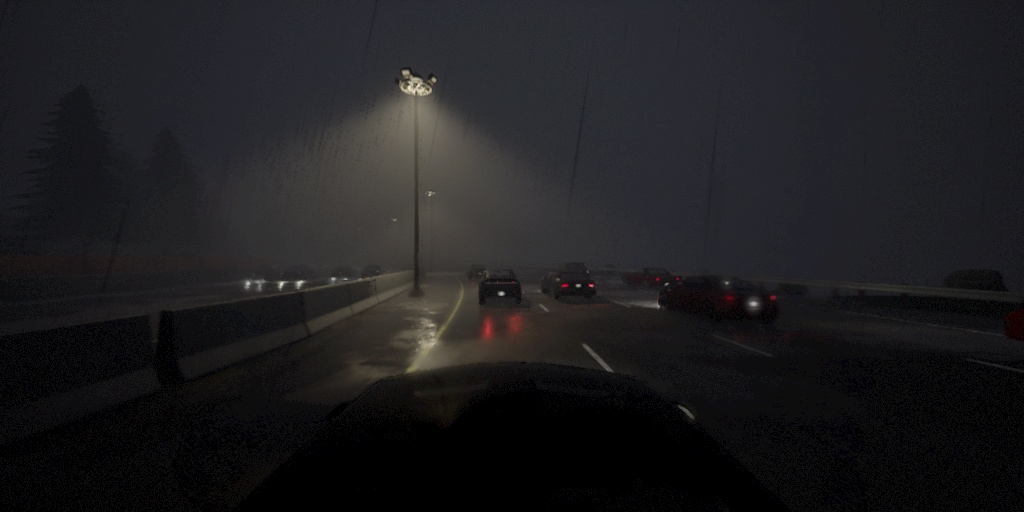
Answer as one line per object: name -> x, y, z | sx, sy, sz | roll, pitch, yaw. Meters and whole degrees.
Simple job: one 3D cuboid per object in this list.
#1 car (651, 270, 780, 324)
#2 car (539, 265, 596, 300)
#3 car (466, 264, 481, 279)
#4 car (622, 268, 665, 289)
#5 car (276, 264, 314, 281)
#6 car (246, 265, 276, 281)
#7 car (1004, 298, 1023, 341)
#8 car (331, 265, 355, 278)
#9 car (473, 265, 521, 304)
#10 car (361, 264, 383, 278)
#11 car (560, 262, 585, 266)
car -> 6.723, 1.347, 12.157 | 1.994, 1.385, 4.181 | 0, 0, -3
car -> 2.737, 1.406, 18.682 | 2.033, 1.411, 5.357 | 0, 0, -6
car -> -3.605, 1.559, 36.416 | 1.812, 1.442, 4.674 | 0, 0, -13
car -> 9.140, 1.455, 24.002 | 1.895, 1.301, 4.718 | 0, 0, -7
car -> -21.917, 1.638, 36.832 | 1.882, 1.535, 5.008 | 0, -1, -14
car -> -25.598, 1.681, 37.150 | 2.128, 1.511, 4.902 | 0, -1, -14
car -> 10.545, 0.921, 4.396 | 2.150, 2.045, 5.566 | 0, 0, -1
car -> -19.488, 1.743, 41.516 | 1.994, 1.385, 4.181 | 0, -1, -15
car -> -0.667, 1.364, 17.354 | 2.128, 1.511, 4.902 | 0, 0, -5
car -> -15.457, 1.665, 39.878 | 1.812, 1.442, 4.674 | 0, -1, -14
car -> 4.743, 1.277, 29.604 | 2.097, 1.767, 4.553 | 0, 0, -9
